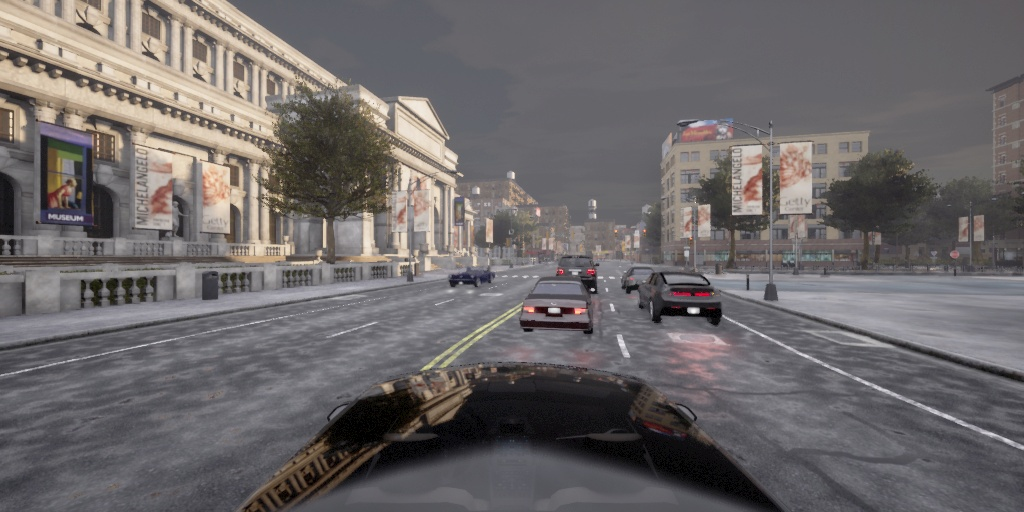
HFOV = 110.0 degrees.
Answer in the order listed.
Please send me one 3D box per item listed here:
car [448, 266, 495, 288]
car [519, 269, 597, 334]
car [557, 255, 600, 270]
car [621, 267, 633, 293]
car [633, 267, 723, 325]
[{"bbox_3d":[-2.641,1.351,24.303,1.895,1.301,4.718,0,0,14],"label":"car"},{"bbox_3d":[1.463,1.297,10.700,2.033,1.411,5.357,0,0,11],"label":"car"},{"bbox_3d":[3.801,0.971,20.677,2.150,2.045,5.566,0,0,13],"label":"car"},{"bbox_3d":[7.364,1.314,20.457,1.994,1.385,4.181,0,0,13],"label":"car"},{"bbox_3d":[5.408,1.252,12.035,1.837,1.490,4.892,0,-1,12],"label":"car"}]
